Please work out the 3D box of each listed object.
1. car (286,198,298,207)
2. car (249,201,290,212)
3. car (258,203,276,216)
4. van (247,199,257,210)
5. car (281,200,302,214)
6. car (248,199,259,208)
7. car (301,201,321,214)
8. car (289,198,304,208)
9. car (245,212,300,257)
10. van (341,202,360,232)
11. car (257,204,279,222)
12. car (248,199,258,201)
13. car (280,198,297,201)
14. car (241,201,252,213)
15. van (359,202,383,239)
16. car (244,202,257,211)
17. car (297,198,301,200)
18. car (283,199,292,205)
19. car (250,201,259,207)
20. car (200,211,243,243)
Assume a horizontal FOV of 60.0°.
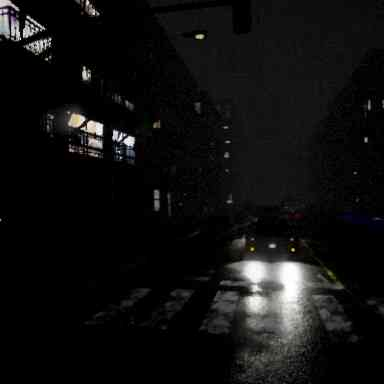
[{"bbox_3d":[22.850,2.334,76.100,2.192,1.841,5.009,-2,-1,12],"label":"car"},{"bbox_3d":[5.124,1.682,22.238,2.097,1.767,4.553,-1,-1,12],"label":"car"},{"bbox_3d":[9.578,2.175,42.299,2.033,1.411,5.357,-1,-1,13],"label":"car"},{"bbox_3d":[11.105,2.309,61.499,1.690,1.788,3.998,-2,-1,12],"label":"van"},{"bbox_3d":[13.227,2.119,44.212,1.812,1.442,4.674,-1,-1,13],"label":"car"},{"bbox_3d":[13.482,2.447,72.447,2.192,1.841,5.009,-2,-1,12],"label":"car"},{"bbox_3d":[15.657,2.109,43.266,1.802,1.307,4.206,-2,-1,12],"label":"car"},{"bbox_3d":[20.449,2.170,65.157,2.192,1.841,5.009,-2,-1,12],"label":"car"},{"bbox_3d":[3.288,1.768,13.814,1.994,1.385,4.181,-1,-1,12],"label":"car"},{"bbox_3d":[10.849,1.542,21.385,1.690,1.788,3.998,-2,-1,12],"label":"van"},{"bbox_3d":[7.277,1.953,32.032,1.882,1.535,5.008,-1,-1,12],"label":"car"},{"bbox_3d":[8.707,2.244,50.554,1.967,1.590,4.097,-2,-1,12],"label":"car"},{"bbox_3d":[15.599,1.978,55.085,2.150,2.045,5.566,-1,-1,12],"label":"car"},{"bbox_3d":[7.512,2.304,45.080,1.802,1.307,4.206,-2,-1,12],"label":"car"},{"bbox_3d":[9.648,1.460,15.914,1.690,1.788,3.998,-2,-1,12],"label":"van"},{"bbox_3d":[9.911,2.437,56.023,2.008,1.369,4.403,-2,-1,12],"label":"car"},{"bbox_3d":[18.092,2.219,54.376,1.752,1.417,4.829,-2,-1,12],"label":"car"},{"bbox_3d":[24.866,2.663,86.747,1.882,1.535,5.008,-1,-1,12],"label":"car"},{"bbox_3d":[14.673,2.765,77.917,2.008,1.369,4.403,-2,-1,12],"label":"car"},{"bbox_3d":[1.511,1.896,17.722,1.802,1.307,4.206,-2,-1,12],"label":"car"}]
